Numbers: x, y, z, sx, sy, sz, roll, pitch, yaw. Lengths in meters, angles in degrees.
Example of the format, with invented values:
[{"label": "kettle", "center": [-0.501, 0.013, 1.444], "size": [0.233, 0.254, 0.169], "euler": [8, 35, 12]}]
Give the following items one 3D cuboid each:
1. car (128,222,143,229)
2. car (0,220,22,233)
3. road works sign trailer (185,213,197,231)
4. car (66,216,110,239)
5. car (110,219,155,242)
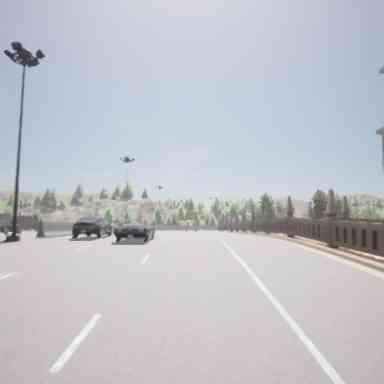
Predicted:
[{"label": "car", "center": [-13.363, 8.044, 79.179], "size": [2.128, 1.511, 4.902], "euler": [-1, -6, 8]}, {"label": "car", "center": [-21.089, 3.904, 37.592], "size": [1.837, 1.490, 4.892], "euler": [0, -6, 0]}, {"label": "road works sign trailer", "center": [-0.145, 6.106, 68.038], "size": [2.380, 3.560, 2.880], "euler": [0, -6, 3]}, {"label": "car", "center": [-6.901, 2.464, 23.516], "size": [1.837, 1.490, 4.892], "euler": [0, -5, 0]}, {"label": "car", "center": [-3.401, 2.328, 20.587], "size": [1.895, 1.301, 4.718], "euler": [0, -4, 0]}]
